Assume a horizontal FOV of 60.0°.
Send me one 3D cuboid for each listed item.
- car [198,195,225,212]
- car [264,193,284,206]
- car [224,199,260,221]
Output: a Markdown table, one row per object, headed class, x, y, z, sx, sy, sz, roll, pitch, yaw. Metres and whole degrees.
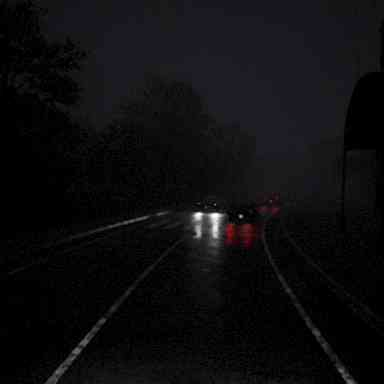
| class | x | y | z | sx | sy | sz | roll | pitch | yaw |
| --- | --- | --- | --- | --- | --- | --- | --- | --- | --- |
| car | 1.953 | 0.984 | 30.350 | 1.812 | 1.442 | 4.674 | 2 | 2 | 19 |
| car | 9.978 | 0.823 | 40.230 | 1.812 | 1.442 | 4.674 | 2 | 2 | 24 |
| car | 3.806 | 1.265 | 23.893 | 1.895 | 1.301 | 4.718 | 1 | 1 | 16 |
